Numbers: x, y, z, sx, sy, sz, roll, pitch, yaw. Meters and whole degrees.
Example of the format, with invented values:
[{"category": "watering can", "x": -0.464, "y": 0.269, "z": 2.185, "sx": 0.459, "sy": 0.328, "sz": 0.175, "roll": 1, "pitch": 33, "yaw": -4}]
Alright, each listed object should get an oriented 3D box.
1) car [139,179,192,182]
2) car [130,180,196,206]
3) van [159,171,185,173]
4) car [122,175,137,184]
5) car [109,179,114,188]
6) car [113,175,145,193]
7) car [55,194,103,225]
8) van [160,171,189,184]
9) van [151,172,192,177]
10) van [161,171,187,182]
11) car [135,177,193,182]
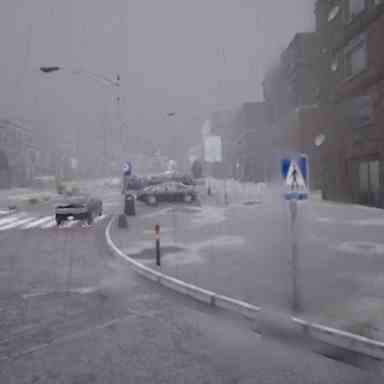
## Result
[{"category": "car", "x": -2.136, "y": -0.049, "z": 29.468, "sx": 4.674, "sy": 1.452, "sz": 2.002, "roll": -3, "pitch": 5, "yaw": -22}, {"category": "car", "x": -2.045, "y": 0.152, "z": 26.433, "sx": 4.892, "sy": 1.521, "sz": 2.231, "roll": -3, "pitch": 5, "yaw": -22}, {"category": "van", "x": -2.765, "y": -1.506, "z": 44.572, "sx": 4.442, "sy": 1.987, "sz": 1.878, "roll": -3, "pitch": 5, "yaw": -22}, {"category": "car", "x": -11.462, "y": -2.265, "z": 60.903, "sx": 1.994, "sy": 1.385, "sz": 4.181, "roll": -2, "pitch": 5, "yaw": -2}, {"category": "car", "x": -10.961, "y": -1.374, "z": 49.097, "sx": 1.812, "sy": 1.442, "sz": 4.674, "roll": -2, "pitch": 4, "yaw": -2}, {"category": "car", "x": -7.402, "y": -1.028, "z": 39.734, "sx": 2.150, "sy": 2.045, "sz": 5.566, "roll": -2, "pitch": 5, "yaw": -1}, {"category": "car", "x": -6.333, "y": 0.881, "z": 19.007, "sx": 2.128, "sy": 1.511, "sz": 4.902, "roll": -2, "pitch": 5, "yaw": -6}, {"category": "van", "x": -2.964, "y": -2.474, "z": 56.805, "sx": 4.442, "sy": 1.987, "sz": 1.878, "roll": -3, "pitch": 5, "yaw": -22}, {"category": "van", "x": -2.241, "y": -0.798, "z": 35.562, "sx": 4.442, "sy": 1.987, "sz": 1.878, "roll": -3, "pitch": 5, "yaw": -22}, {"category": "van", "x": -3.384, "y": -2.942, "z": 62.780, "sx": 4.442, "sy": 1.987, "sz": 1.878, "roll": -3, "pitch": 5, "yaw": -22}, {"category": "car", "x": -2.414, "y": -0.323, "z": 32.429, "sx": 5.366, "sy": 1.575, "sz": 1.946, "roll": -3, "pitch": 5, "yaw": -22}]
